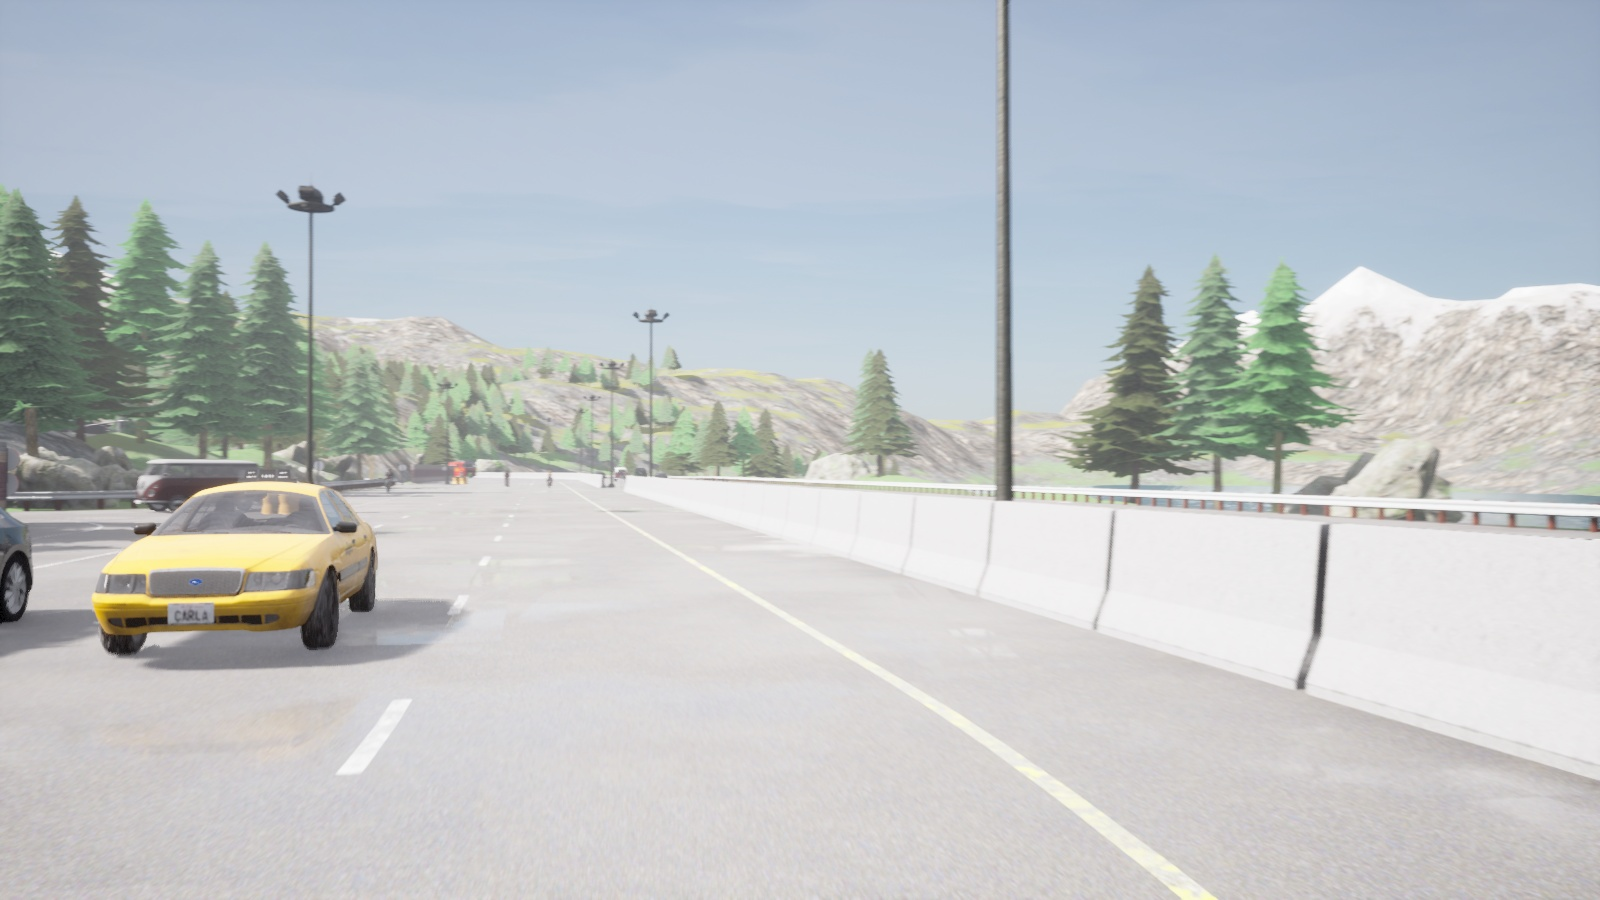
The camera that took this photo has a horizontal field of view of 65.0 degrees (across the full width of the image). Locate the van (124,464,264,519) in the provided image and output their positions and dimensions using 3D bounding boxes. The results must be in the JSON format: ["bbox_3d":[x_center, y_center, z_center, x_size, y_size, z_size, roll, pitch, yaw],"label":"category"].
[{"bbox_3d":[-23.022,1.534,47.848,1.775,1.987,4.442,-1,-1,38],"label":"van"}]

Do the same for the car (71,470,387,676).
[{"bbox_3d":[-5.336,1.002,12.517,1.801,1.575,5.366,0,-1,-13],"label":"car"}]

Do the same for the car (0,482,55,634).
[{"bbox_3d":[-8.650,1.072,11.326,1.837,1.490,4.892,0,-1,-12],"label":"car"}]
